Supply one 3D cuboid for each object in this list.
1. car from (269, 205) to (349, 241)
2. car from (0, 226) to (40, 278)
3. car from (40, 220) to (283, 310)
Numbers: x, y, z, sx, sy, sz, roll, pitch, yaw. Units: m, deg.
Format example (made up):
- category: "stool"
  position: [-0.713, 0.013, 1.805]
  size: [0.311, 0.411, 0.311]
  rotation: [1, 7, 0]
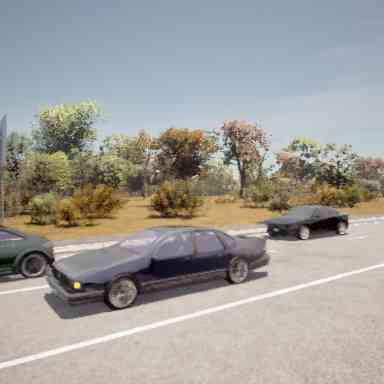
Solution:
- category: "car"
  position: [5.906, 1.442, 16.756]
  size: [5.008, 1.535, 1.882]
  rotation: [-1, 1, -35]
- category: "car"
  position: [-5.744, 1.543, 8.498]
  size: [4.181, 1.385, 1.994]
  rotation: [0, 0, -35]
- category: "car"
  position: [-0.468, 1.530, 7.952]
  size: [5.357, 1.411, 2.033]
  rotation: [0, 0, -35]
